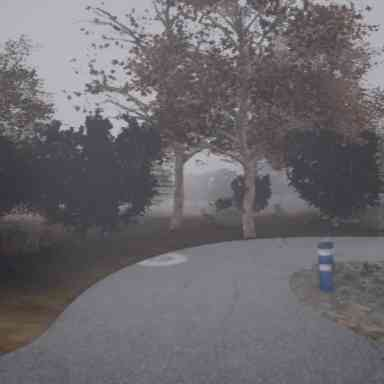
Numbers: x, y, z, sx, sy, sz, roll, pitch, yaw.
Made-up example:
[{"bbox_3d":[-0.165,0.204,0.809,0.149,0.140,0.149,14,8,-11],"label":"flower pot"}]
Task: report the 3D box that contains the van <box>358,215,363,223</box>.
[{"bbox_3d":[12.303,1.069,20.333,1.878,1.987,4.442,1,0,-38],"label":"van"}]
